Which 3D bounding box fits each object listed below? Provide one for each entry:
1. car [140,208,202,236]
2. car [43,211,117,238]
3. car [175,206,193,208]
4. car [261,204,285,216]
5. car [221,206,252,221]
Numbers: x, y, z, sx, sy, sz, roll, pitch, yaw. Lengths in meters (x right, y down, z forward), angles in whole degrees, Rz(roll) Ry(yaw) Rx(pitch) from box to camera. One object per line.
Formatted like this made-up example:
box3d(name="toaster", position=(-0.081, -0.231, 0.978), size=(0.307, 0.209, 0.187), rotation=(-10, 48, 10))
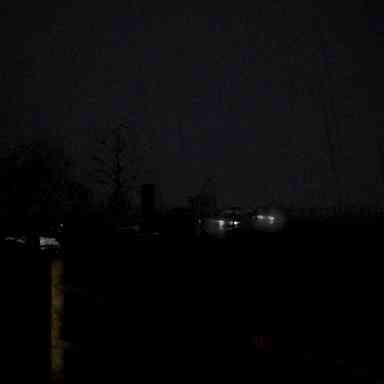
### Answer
box3d(name="car", position=(-1.405, 1.970, 21.672), size=(1.994, 1.385, 4.181), rotation=(1, -1, 35))
box3d(name="car", position=(-6.495, 1.834, 19.670), size=(1.994, 1.385, 4.181), rotation=(1, -1, 36))
box3d(name="car", position=(-0.859, 1.982, 27.565), size=(1.837, 1.490, 4.892), rotation=(1, -1, 35))
box3d(name="car", position=(10.683, 2.400, 43.679), size=(1.837, 1.490, 4.892), rotation=(1, 0, 36))
box3d(name="car", position=(4.900, 2.213, 35.628), size=(1.812, 1.442, 4.674), rotation=(1, -1, 35))
